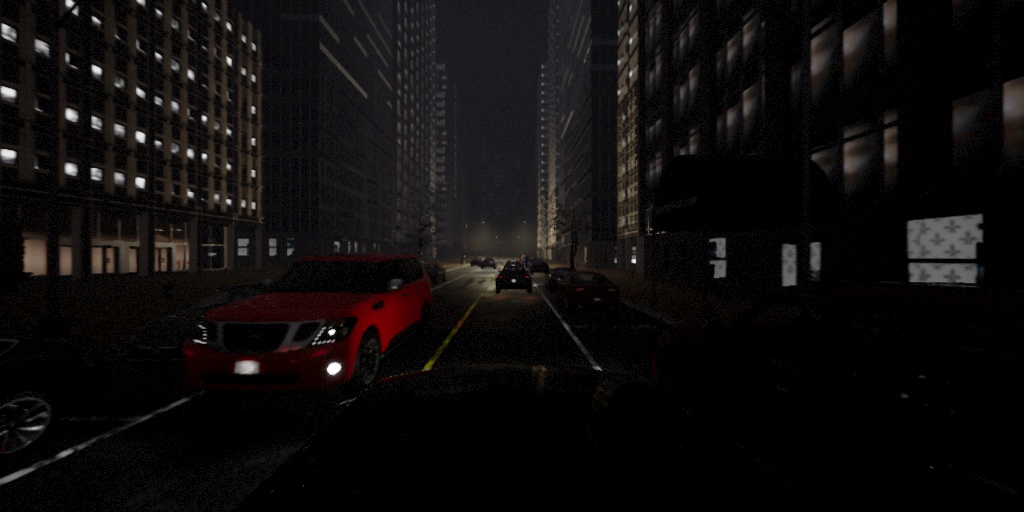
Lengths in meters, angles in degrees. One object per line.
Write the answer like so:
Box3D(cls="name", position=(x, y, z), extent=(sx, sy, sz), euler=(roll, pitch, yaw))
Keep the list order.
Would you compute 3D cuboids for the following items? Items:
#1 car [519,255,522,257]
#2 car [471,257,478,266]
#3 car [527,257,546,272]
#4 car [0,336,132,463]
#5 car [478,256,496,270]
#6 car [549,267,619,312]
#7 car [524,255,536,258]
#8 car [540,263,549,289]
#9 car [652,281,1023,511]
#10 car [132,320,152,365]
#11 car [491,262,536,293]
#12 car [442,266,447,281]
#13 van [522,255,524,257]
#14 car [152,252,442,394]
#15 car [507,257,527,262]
Box3D(cls="car", position=(2.707, 0.692, 64.352), extent=(2.192, 1.841, 5.009), euler=(0, 0, 0))
Box3D(cls="car", position=(-5.675, 0.855, 58.684), extent=(1.967, 1.591, 4.097), euler=(0, 0, 0))
Box3D(cls="car", position=(2.701, 1.093, 36.145), extent=(1.888, 1.381, 4.507), euler=(0, 0, 0))
Box3D(cls="car", position=(-5.687, 1.315, 2.256), extent=(1.948, 1.339, 4.313), euler=(0, 0, 0))
Box3D(cls="car", position=(-3.061, 1.009, 47.302), extent=(1.812, 1.442, 4.674), euler=(0, 0, 0))
Box3D(cls="car", position=(2.696, 1.226, 13.579), extent=(1.888, 1.381, 4.507), euler=(0, 0, 0))
Box3D(cls="car", position=(2.702, 0.954, 41.787), extent=(1.967, 1.591, 4.097), euler=(0, 0, 0))
Box3D(cls="car", position=(2.697, 1.231, 19.220), extent=(1.802, 1.307, 4.207), euler=(0, 0, 0))
Box3D(cls="car", position=(2.693, 1.061, 2.297), extent=(2.192, 1.841, 5.009), euler=(0, 0, 0))
Box3D(cls="car", position=(-5.686, 1.267, 7.899), extent=(2.007, 1.370, 4.403), euler=(0, 0, 0))
Box3D(cls="car", position=(0.103, 1.208, 20.135), extent=(1.994, 1.385, 4.181), euler=(0, 0, 0))
Box3D(cls="car", position=(-5.682, 1.164, 24.827), extent=(1.888, 1.381, 4.507), euler=(0, 0, 0))
Box3D(cls="van", position=(2.704, 0.788, 53.069), extent=(1.690, 1.789, 3.998), euler=(0, 0, 0))
Box3D(cls="car", position=(-3.085, 0.943, 6.980), extent=(2.150, 2.045, 5.566), euler=(0, 0, 1))
Box3D(cls="car", position=(0.108, 1.107, 34.375), extent=(2.033, 1.411, 5.357), euler=(0, 0, 0))
